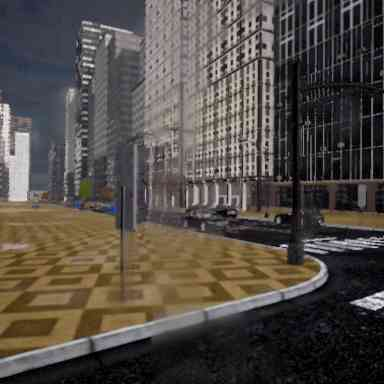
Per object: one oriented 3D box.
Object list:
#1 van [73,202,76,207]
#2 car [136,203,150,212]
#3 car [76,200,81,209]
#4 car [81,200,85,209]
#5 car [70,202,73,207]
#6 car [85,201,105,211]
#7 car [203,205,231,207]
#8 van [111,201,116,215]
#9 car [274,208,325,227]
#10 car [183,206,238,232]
[{"bbox_3d":[-24.266,2.696,72.783,1.690,1.788,3.998,-1,-1,-26],"label":"van"},{"bbox_3d":[-8.192,2.474,53.550,1.812,1.442,4.674,1,-1,-27],"label":"car"},{"bbox_3d":[-21.754,2.792,67.748,1.887,1.381,4.507,-1,-1,-26],"label":"car"},{"bbox_3d":[-19.169,2.662,62.563,1.752,1.417,4.829,-1,-1,-26],"label":"car"},{"bbox_3d":[-29.281,3.116,82.846,1.887,1.381,4.507,-1,-1,-26],"label":"car"},{"bbox_3d":[-16.734,2.584,57.681,2.008,1.369,4.403,0,-1,-26],"label":"car"},{"bbox_3d":[3.313,2.162,36.252,1.947,1.339,4.313,-1,-1,-26],"label":"car"},{"bbox_3d":[-9.209,2.062,42.584,1.690,1.788,3.998,0,-1,-26],"label":"van"},{"bbox_3d":[8.332,1.946,26.185,2.008,1.369,4.403,-1,-1,-26],"label":"car"},{"bbox_3d":[0.833,1.867,22.447,2.008,1.369,4.403,0,-1,-26],"label":"car"}]
